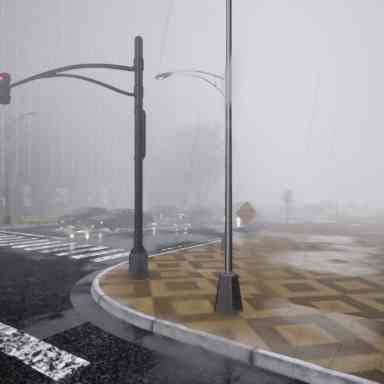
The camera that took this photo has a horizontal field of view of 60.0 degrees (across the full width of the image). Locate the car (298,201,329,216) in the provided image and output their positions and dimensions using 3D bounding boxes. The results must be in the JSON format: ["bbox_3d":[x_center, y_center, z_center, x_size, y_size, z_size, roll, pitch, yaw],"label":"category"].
[{"bbox_3d":[16.241,2.343,44.374,2.128,1.511,4.902,0,-1,33],"label":"car"}]

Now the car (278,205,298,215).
[{"bbox_3d":[13.571,2.450,46.225,1.895,1.301,4.718,0,-1,33],"label":"car"}]

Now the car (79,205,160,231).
[{"bbox_3d":[-4.950,1.874,23.625,2.033,1.411,5.357,0,-1,33],"label":"car"}]

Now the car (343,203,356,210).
[{"bbox_3d":[31.285,2.837,65.825,1.812,1.442,4.674,0,-1,33],"label":"car"}]

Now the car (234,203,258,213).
[{"bbox_3d":[8.188,2.373,50.026,1.812,1.442,4.674,0,-1,32],"label":"car"}]

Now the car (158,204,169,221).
[{"bbox_3d":[-2.861,1.988,32.905,1.837,1.490,4.892,0,-1,33],"label":"car"}]

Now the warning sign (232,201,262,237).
[{"bbox_3d":[3.059,1.454,18.575,1.300,1.860,1.060,1,1,33],"label":"warning sign"}]

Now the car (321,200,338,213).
[{"bbox_3d":[21.758,2.254,53.066,2.150,2.045,5.566,0,-1,33],"label":"car"}]

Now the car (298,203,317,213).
[{"bbox_3d":[19.003,2.593,54.792,1.994,1.385,4.181,0,-1,33],"label":"car"}]

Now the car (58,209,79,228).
[{"bbox_3d":[-7.822,1.844,25.153,1.812,1.442,4.674,0,-1,31],"label":"car"}]

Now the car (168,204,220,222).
[{"bbox_3d":[0.310,1.992,31.829,2.128,1.511,4.902,0,-1,33],"label":"car"}]

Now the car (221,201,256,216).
[{"bbox_3d":[5.777,2.034,40.340,2.097,1.767,4.553,0,-1,33],"label":"car"}]
